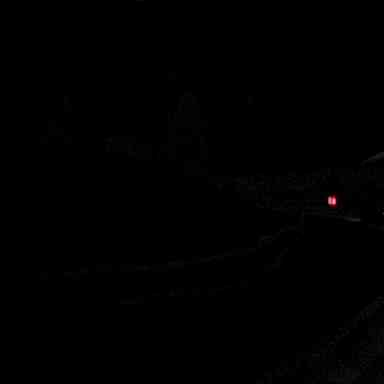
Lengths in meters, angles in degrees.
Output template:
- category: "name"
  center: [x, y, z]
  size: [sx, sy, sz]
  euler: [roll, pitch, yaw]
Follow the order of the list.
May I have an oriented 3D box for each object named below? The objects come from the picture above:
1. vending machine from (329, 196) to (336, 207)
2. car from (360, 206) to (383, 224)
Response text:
- category: "vending machine"
  center: [27.952, 1.831, 66.242]
  size: [1.100, 2.100, 0.880]
  euler: [0, 0, -12]
- category: "car"
  center: [15.637, 1.844, 27.676]
  size: [1.994, 1.385, 4.181]
  euler: [0, 0, 6]
